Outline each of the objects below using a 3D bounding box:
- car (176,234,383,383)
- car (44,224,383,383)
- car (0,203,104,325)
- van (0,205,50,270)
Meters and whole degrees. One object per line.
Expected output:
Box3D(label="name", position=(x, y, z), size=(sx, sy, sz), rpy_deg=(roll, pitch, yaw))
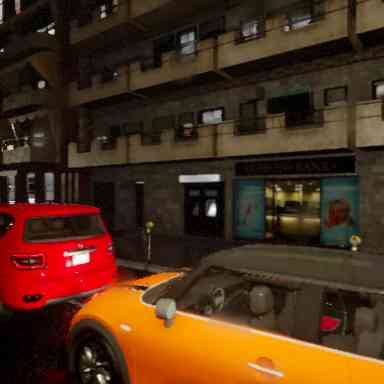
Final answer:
Box3D(label="car", position=(2.110, 1.589, 5.043), size=(4.403, 1.369, 2.008), rpy_deg=(0, 0, 36))
Box3D(label="car", position=(0.679, 1.372, 3.572), size=(4.553, 1.767, 2.097), rpy_deg=(0, 0, 36))
Box3D(label="car", position=(-4.088, 1.259, 7.332), size=(5.566, 2.045, 2.150), rpy_deg=(0, 0, 36))
Box3D(label="van", position=(-6.832, 1.393, 11.528), size=(3.998, 1.788, 1.690), rpy_deg=(0, 0, 36))
